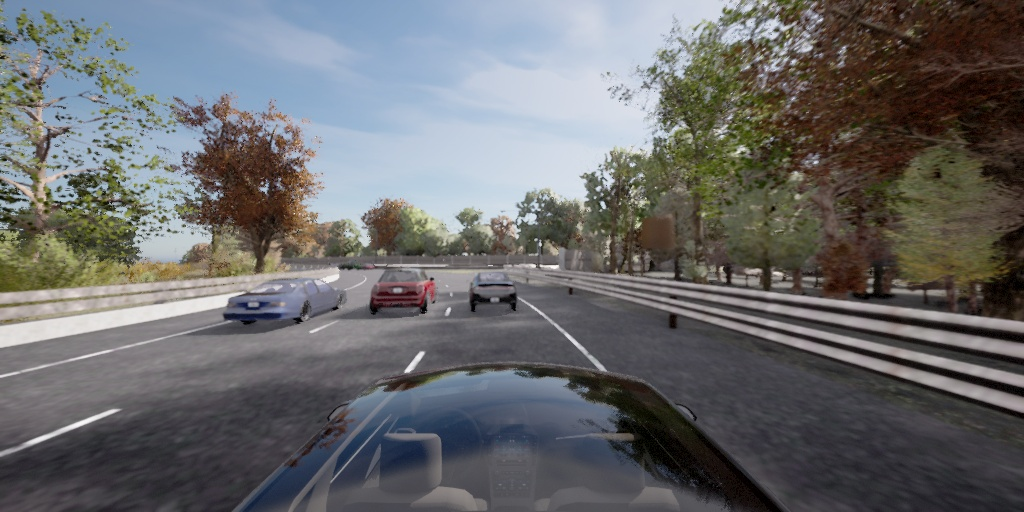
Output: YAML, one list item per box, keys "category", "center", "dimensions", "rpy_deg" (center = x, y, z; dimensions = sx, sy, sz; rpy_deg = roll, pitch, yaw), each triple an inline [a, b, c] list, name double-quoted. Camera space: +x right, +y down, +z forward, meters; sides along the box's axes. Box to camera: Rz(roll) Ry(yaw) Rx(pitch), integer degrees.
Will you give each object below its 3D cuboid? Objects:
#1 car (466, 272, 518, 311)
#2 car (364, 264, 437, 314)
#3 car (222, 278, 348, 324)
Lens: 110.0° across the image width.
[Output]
- category: "car"
  center: [-0.913, 1.426, 15.509]
  dimensions: [2.128, 1.511, 4.902]
  rpy_deg: [0, -1, -7]
- category: "car"
  center: [-4.396, 1.294, 15.122]
  dimensions: [2.097, 1.767, 4.553]
  rpy_deg: [0, -1, -7]
- category: "car"
  center: [-7.627, 1.472, 12.737]
  dimensions: [2.033, 1.411, 5.357]
  rpy_deg: [0, -1, -6]
